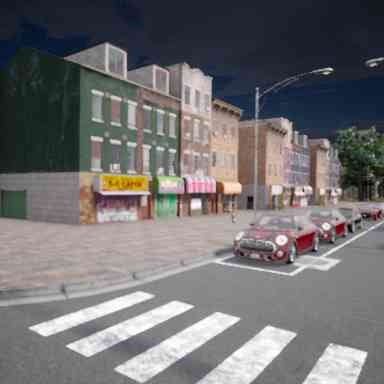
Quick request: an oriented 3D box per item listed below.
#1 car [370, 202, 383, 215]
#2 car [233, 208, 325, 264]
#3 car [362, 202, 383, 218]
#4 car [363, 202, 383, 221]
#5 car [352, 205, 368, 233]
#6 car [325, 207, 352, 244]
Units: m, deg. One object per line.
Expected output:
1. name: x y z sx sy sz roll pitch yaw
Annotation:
1. car: 22.001 1.859 38.455 1.887 1.381 4.507 1 0 35
2. car: 3.102 1.467 11.885 1.967 1.590 4.097 1 0 35
3. car: 18.851 1.815 34.027 2.008 1.369 4.403 1 0 35
4. car: 15.701 1.760 29.598 1.887 1.381 4.507 1 0 35
5. car: 9.400 1.685 20.741 1.947 1.339 4.313 1 0 35
6. car: 6.252 1.513 16.313 1.967 1.590 4.097 1 0 35
